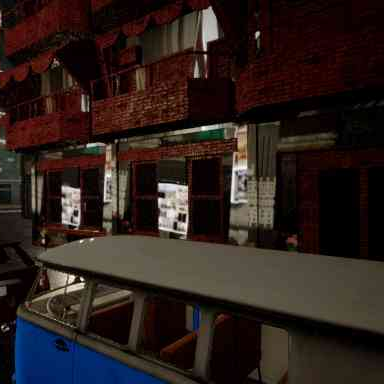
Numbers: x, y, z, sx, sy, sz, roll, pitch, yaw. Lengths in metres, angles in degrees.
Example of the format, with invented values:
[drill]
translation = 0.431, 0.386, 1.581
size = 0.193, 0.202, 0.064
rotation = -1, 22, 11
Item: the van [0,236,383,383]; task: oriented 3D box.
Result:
[van]
translation = 0.200, 1.341, 2.592
size = 3.998, 1.788, 1.690
rotation = 0, -1, 36
